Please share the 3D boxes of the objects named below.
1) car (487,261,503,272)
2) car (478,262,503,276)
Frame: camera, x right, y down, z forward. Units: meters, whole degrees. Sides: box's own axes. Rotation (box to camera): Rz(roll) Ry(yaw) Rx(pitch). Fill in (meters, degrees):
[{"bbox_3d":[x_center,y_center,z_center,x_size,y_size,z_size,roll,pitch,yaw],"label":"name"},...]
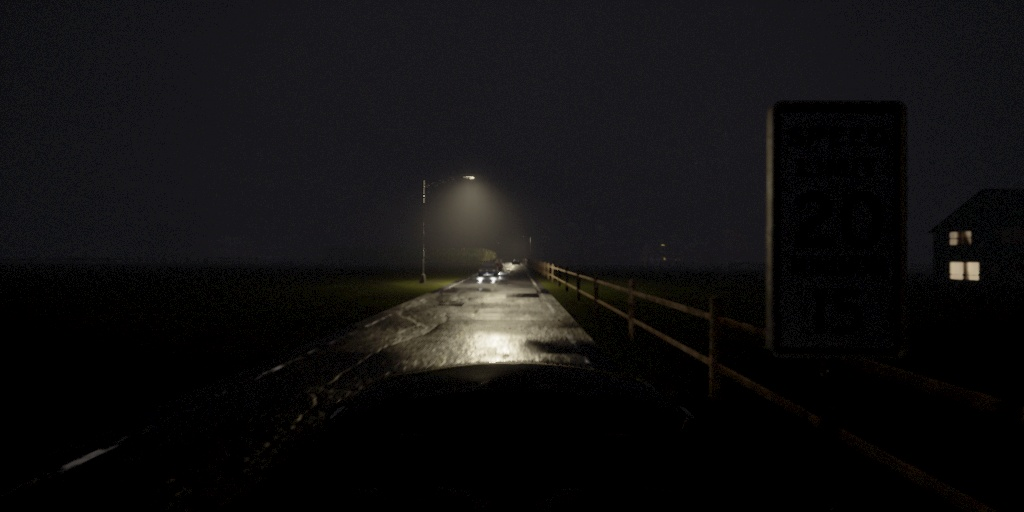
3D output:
[{"bbox_3d":[-2.240,1.418,47.778,1.895,1.301,4.718,0,0,1],"label":"car"},{"bbox_3d":[-2.362,1.285,37.010,2.033,1.411,5.357,0,0,1],"label":"car"}]
